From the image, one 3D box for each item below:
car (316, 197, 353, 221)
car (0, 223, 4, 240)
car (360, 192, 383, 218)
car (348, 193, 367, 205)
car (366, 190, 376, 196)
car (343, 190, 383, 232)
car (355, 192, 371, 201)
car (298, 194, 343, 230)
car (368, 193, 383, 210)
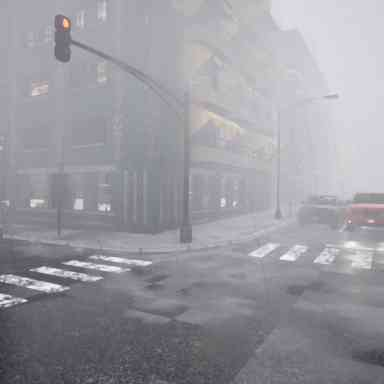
[{"bbox_3d":[10.471,1.184,24.263,1.887,1.381,4.507,2,2,30],"label":"car"},{"bbox_3d":[-10.065,1.579,14.761,4.206,1.307,1.802,0,0,31],"label":"car"},{"bbox_3d":[14.565,0.960,26.097,2.097,1.767,4.553,1,1,31],"label":"car"},{"bbox_3d":[21.700,0.886,43.510,1.947,1.339,4.313,2,2,30],"label":"car"},{"bbox_3d":[44.155,0.269,82.003,1.802,1.307,4.206,2,2,30],"label":"car"},{"bbox_3d":[9.698,0.966,17.856,2.150,2.045,5.566,1,1,30],"label":"car"},{"bbox_3d":[27.313,0.727,53.133,1.947,1.339,4.313,2,2,30],"label":"car"},{"bbox_3d":[7.667,1.034,19.446,2.192,1.841,5.009,2,2,30],"label":"car"},{"bbox_3d":[19.698,0.956,34.762,2.128,1.511,4.902,1,1,30],"label":"car"}]
